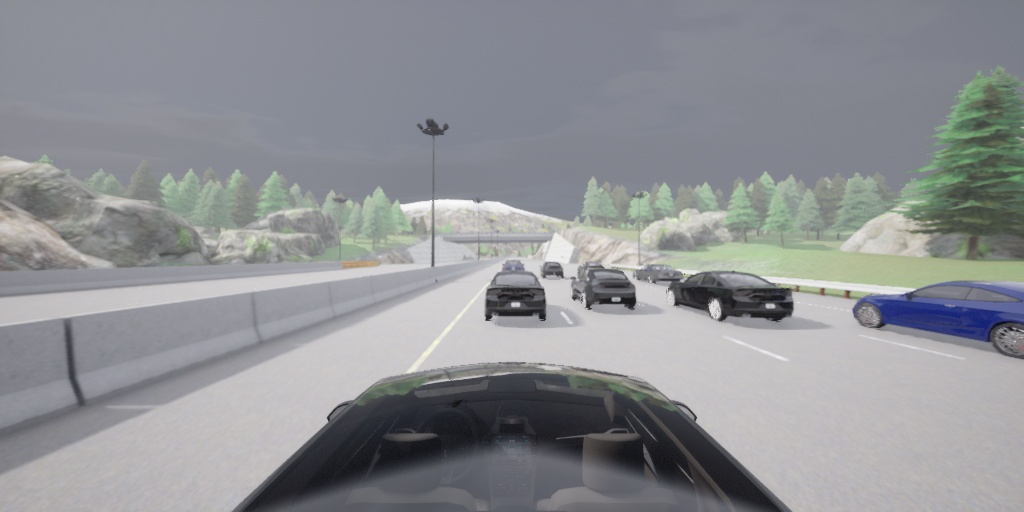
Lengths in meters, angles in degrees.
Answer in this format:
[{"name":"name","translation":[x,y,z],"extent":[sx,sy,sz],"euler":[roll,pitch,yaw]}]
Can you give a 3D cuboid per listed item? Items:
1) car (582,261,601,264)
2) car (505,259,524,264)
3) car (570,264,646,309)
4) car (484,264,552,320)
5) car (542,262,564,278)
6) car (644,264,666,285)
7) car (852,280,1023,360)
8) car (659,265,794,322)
[{"name":"car","translation":[7.117,1.232,32.457],"extent":[2.128,1.511,4.902],"euler":[0,0,0]},{"name":"car","translation":[0.118,1.092,33.285],"extent":[2.097,1.767,4.553],"euler":[0,0,0]},{"name":"car","translation":[3.607,1.251,14.807],"extent":[1.837,1.490,4.892],"euler":[0,0,0]},{"name":"car","translation":[0.108,1.224,12.587],"extent":[1.882,1.535,5.008],"euler":[0,0,0]},{"name":"car","translation":[3.618,1.245,33.085],"extent":[1.837,1.490,4.892],"euler":[0,0,0]},{"name":"car","translation":[10.614,1.289,26.400],"extent":[2.033,1.411,5.357],"euler":[0,0,0]},{"name":"car","translation":[10.604,1.273,8.228],"extent":[1.812,1.442,4.674],"euler":[0,0,0]},{"name":"car","translation":[7.107,1.224,12.331],"extent":[1.882,1.535,5.008],"euler":[0,0,0]}]
